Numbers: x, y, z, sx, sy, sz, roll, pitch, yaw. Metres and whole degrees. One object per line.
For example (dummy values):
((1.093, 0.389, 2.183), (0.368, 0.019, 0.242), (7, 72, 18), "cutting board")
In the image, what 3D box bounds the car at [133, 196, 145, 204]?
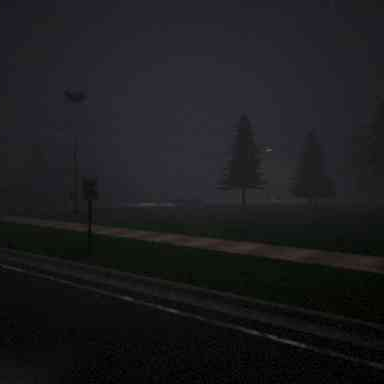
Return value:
((-9.314, 1.461, 64.075), (1.812, 1.442, 4.674), (0, 0, 35), "car")

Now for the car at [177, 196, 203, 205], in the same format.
((0.145, 1.441, 59.339), (2.128, 1.511, 4.902), (0, 0, 35), "car")

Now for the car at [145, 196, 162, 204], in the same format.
((-6.239, 1.503, 62.391), (1.994, 1.385, 4.181), (0, 0, 35), "car")

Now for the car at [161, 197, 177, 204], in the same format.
((-2.939, 1.546, 61.008), (1.895, 1.301, 4.718), (0, 0, 36), "car")
